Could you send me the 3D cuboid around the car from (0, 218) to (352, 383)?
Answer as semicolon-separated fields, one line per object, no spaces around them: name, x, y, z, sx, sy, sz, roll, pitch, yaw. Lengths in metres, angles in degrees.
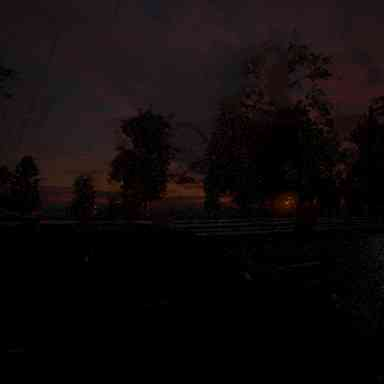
car;-0.801;1.296;3.469;5.566;2.045;2.150;2;-3;-31
